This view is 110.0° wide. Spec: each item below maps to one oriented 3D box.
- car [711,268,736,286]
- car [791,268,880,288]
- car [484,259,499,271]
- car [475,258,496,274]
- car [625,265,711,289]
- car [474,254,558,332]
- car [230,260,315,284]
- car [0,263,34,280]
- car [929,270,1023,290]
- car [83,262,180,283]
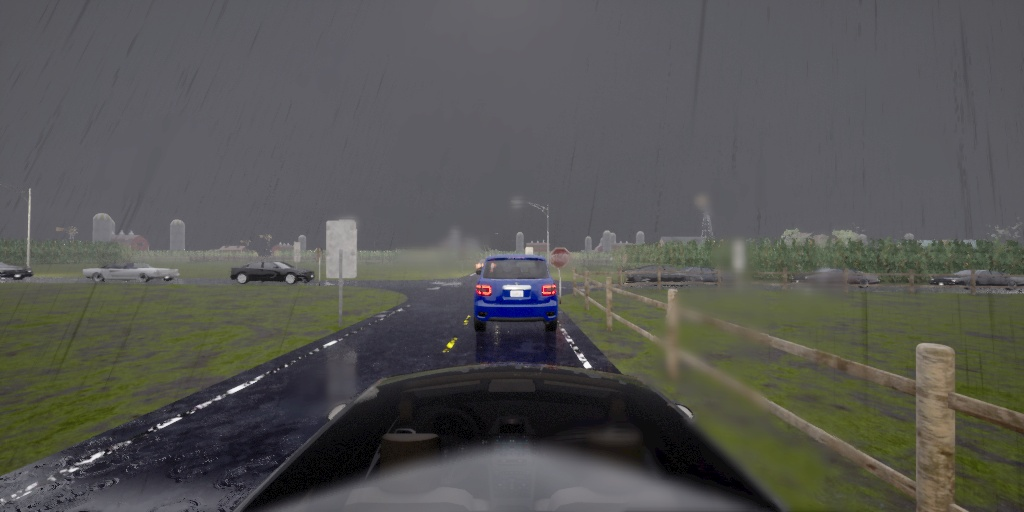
[{"bbox_3d":[13.577,1.489,26.655,5.357,1.411,2.033,1,-1,-1],"label":"car"},{"bbox_3d":[23.987,1.612,26.656,5.357,1.411,2.033,1,-1,0],"label":"car"},{"bbox_3d":[-2.925,1.206,51.504,1.882,1.535,5.008,0,0,0],"label":"car"},{"bbox_3d":[-2.913,1.090,40.695,2.097,1.767,4.553,0,0,0],"label":"car"},{"bbox_3d":[10.072,1.365,23.766,4.892,1.490,1.837,1,0,4],"label":"car"},{"bbox_3d":[0.060,0.973,11.048,2.150,2.045,5.566,0,0,-1],"label":"car"},{"bbox_3d":[-15.780,1.048,23.804,5.008,1.535,1.882,1,-1,-1],"label":"car"},{"bbox_3d":[-35.470,0.913,23.815,5.357,1.411,2.033,1,-1,0],"label":"car"},{"bbox_3d":[34.563,1.740,26.631,5.357,1.411,2.033,1,-1,0],"label":"car"},{"bbox_3d":[-25.097,1.072,23.795,4.718,1.301,1.895,1,-1,0],"label":"car"}]
